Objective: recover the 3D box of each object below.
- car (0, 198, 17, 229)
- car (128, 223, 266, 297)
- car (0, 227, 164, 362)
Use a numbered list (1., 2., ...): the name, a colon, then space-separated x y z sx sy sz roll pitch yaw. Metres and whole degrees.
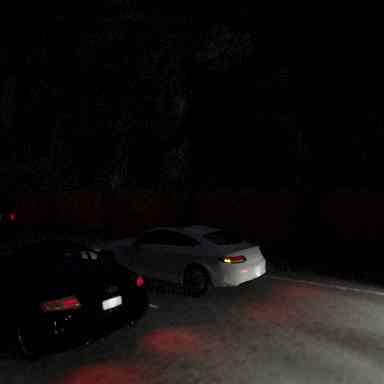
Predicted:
1. car: -10.563 1.278 15.867 5.566 2.045 2.150 0 0 36
2. car: -0.432 1.542 8.609 4.674 1.442 1.812 0 0 36
3. car: -2.786 1.581 5.991 4.181 1.385 1.994 0 0 36
